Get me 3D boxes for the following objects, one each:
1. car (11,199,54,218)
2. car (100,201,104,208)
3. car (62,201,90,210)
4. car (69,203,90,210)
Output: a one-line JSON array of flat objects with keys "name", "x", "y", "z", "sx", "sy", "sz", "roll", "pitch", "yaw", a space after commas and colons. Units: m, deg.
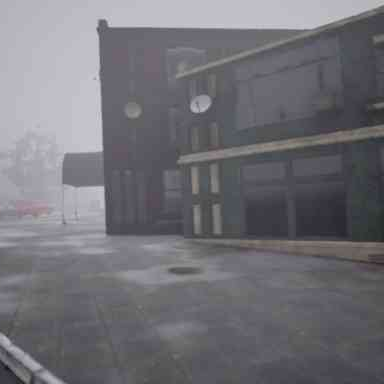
[{"name": "car", "x": -18.288, "y": 1.896, "z": 38.955, "sx": 2.150, "sy": 2.045, "sz": 5.566, "roll": -3, "pitch": 0, "yaw": 0}, {"name": "car", "x": -26.861, "y": 3.703, "z": 89.296, "sx": 4.792, "sy": 1.488, "sz": 2.163, "roll": -3, "pitch": -1, "yaw": -18}, {"name": "car", "x": -27.321, "y": 3.169, "z": 77.561, "sx": 5.566, "sy": 2.045, "sz": 2.435, "roll": -3, "pitch": -2, "yaw": -18}, {"name": "car", "x": -27.232, "y": 3.514, "z": 80.470, "sx": 4.792, "sy": 1.488, "sz": 2.163, "roll": -3, "pitch": -1, "yaw": -18}]
